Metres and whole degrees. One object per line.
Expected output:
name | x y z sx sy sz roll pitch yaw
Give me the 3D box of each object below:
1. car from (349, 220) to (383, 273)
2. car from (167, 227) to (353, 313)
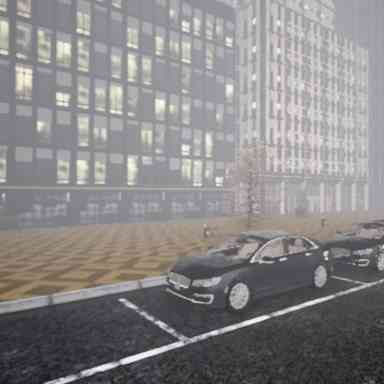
car | 5.989 1.627 10.865 4.403 1.369 2.008 0 -1 -36
car | 1.501 1.595 7.645 4.403 1.369 2.008 0 -1 -36
